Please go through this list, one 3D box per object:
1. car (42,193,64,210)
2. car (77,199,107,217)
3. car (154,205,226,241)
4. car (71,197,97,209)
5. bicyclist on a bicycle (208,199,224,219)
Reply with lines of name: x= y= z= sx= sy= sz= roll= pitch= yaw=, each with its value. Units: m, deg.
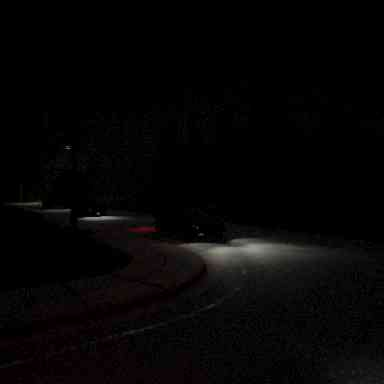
car: x=-18.298 y=1.202 z=44.047 sx=2.150 sy=2.045 sz=5.566 roll=0 pitch=0 yaw=-34
car: x=-9.727 y=1.526 z=31.418 sx=2.033 sy=1.411 sz=5.357 roll=0 pitch=0 yaw=-34
car: x=-0.231 y=1.449 z=16.889 sx=1.882 sy=1.535 sz=5.008 roll=0 pitch=0 yaw=-31
car: x=-14.793 y=1.473 z=45.279 sx=2.128 sy=1.511 sz=4.902 roll=0 pitch=0 yaw=-34
bicyclist on a bicycle: x=2.015 y=1.360 z=27.020 sx=1.656 sy=1.620 sz=0.582 roll=22 pitch=-28 yaw=-26
